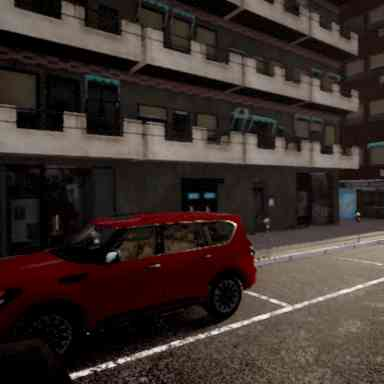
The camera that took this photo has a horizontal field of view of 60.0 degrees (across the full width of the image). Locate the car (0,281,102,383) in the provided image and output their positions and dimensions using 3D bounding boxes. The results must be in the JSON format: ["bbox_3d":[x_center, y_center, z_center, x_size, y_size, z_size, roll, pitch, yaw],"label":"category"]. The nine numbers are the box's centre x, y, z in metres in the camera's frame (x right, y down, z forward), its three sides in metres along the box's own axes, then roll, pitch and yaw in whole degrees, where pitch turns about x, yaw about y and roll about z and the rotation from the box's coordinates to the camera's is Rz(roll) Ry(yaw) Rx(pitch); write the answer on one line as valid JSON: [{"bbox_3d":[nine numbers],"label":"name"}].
[{"bbox_3d":[-2.874,1.597,1.327,4.718,1.301,1.895,0,0,-35],"label":"car"}]

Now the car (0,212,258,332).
[{"bbox_3d":[-1.036,1.321,5.842,5.009,1.841,2.192,0,-1,-35],"label":"car"}]
